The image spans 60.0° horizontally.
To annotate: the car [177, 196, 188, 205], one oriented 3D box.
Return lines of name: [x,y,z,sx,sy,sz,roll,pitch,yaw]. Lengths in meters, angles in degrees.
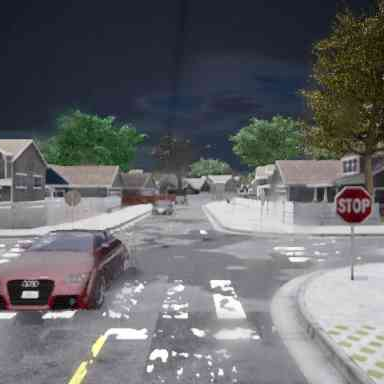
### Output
car: [-1.913,1.450,56.957,1.837,1.490,4.892,-1,0,7]

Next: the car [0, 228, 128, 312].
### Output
car: [-2.757,1.562,7.661,1.994,1.385,4.181,0,0,0]

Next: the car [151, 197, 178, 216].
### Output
car: [-2.772,1.481,32.039,2.128,1.511,4.902,0,0,0]
